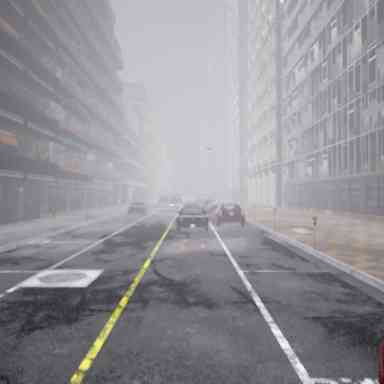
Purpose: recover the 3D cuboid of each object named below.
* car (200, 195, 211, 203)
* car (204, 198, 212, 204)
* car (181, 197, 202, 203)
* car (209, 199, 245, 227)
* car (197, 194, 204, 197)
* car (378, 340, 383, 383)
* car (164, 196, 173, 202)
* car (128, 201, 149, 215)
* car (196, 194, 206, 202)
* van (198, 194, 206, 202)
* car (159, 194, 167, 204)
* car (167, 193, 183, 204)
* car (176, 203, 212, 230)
[{"bbox_3d":[2.553,1.572,52.276,1.812,1.442,4.674,0,0,0],"label":"car"},{"bbox_3d":[2.446,1.601,34.150,1.802,1.307,4.206,1,0,0],"label":"car"},{"bbox_3d":[-0.060,1.633,41.742,1.895,1.301,4.718,0,0,0],"label":"car"},{"bbox_3d":[2.491,1.447,23.078,1.967,1.590,4.097,1,0,0],"label":"car"},{"bbox_3d":[2.316,1.658,67.363,1.802,1.307,4.206,0,0,0],"label":"car"},{"bbox_3d":[2.709,1.313,0.938,2.192,1.841,5.009,1,0,0],"label":"car"},{"bbox_3d":[-5.607,1.694,78.391,1.802,1.307,4.206,0,0,0],"label":"car"},{"bbox_3d":[-5.434,1.571,34.106,1.887,1.381,4.507,1,0,0],"label":"car"},{"bbox_3d":[2.253,1.434,83.969,2.192,1.841,5.009,0,0,0],"label":"car"},{"bbox_3d":[2.275,1.445,78.433,1.690,1.788,3.998,0,0,0],"label":"van"},{"bbox_3d":[-5.561,1.399,67.321,2.192,1.841,5.009,1,0,0],"label":"car"},{"bbox_3d":[-3.010,1.301,64.055,2.150,2.045,5.566,0,0,0],"label":"car"},{"bbox_3d":[0.024,1.609,20.971,1.895,1.301,4.718,0,0,0],"label":"car"}]
